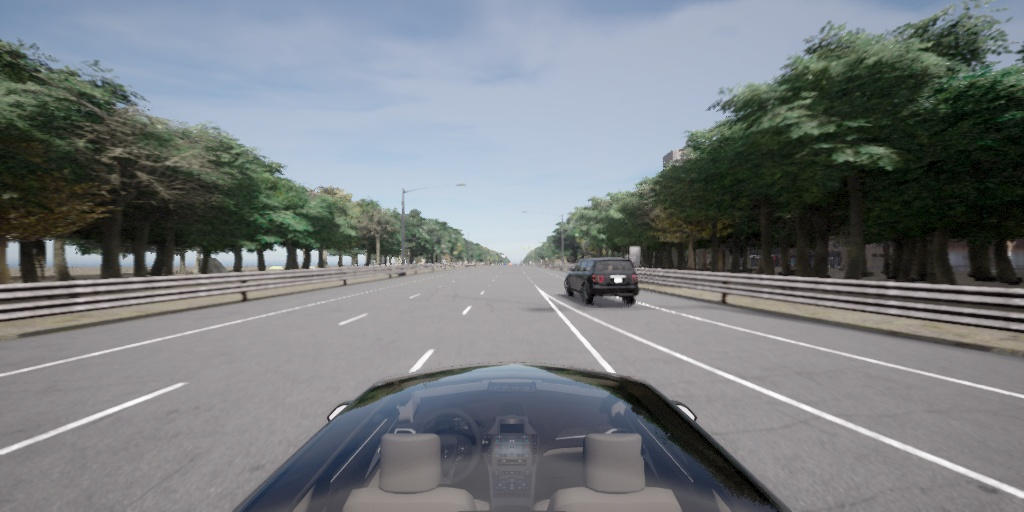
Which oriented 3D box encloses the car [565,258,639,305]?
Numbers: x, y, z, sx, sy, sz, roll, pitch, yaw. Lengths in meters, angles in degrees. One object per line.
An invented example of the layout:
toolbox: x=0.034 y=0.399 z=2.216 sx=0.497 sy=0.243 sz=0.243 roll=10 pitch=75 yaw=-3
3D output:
car: x=4.119 y=1.106 z=17.229 sx=2.150 sy=2.045 sz=5.566 roll=0 pitch=0 yaw=-4
